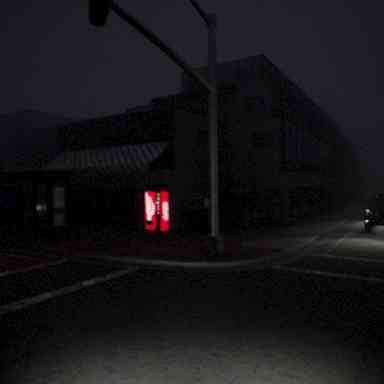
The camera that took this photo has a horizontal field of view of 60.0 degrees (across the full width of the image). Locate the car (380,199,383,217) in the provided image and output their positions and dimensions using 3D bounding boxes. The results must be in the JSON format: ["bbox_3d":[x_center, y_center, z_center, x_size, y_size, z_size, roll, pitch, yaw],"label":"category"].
[{"bbox_3d":[16.627,1.271,27.238,1.895,1.301,4.718,0,1,33],"label":"car"}]

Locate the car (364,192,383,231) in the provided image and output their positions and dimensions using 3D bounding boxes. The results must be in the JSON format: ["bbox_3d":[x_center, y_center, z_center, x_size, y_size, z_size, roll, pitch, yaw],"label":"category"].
[{"bbox_3d":[11.082,1.021,18.631,2.150,2.045,5.566,0,1,33],"label":"car"}]
